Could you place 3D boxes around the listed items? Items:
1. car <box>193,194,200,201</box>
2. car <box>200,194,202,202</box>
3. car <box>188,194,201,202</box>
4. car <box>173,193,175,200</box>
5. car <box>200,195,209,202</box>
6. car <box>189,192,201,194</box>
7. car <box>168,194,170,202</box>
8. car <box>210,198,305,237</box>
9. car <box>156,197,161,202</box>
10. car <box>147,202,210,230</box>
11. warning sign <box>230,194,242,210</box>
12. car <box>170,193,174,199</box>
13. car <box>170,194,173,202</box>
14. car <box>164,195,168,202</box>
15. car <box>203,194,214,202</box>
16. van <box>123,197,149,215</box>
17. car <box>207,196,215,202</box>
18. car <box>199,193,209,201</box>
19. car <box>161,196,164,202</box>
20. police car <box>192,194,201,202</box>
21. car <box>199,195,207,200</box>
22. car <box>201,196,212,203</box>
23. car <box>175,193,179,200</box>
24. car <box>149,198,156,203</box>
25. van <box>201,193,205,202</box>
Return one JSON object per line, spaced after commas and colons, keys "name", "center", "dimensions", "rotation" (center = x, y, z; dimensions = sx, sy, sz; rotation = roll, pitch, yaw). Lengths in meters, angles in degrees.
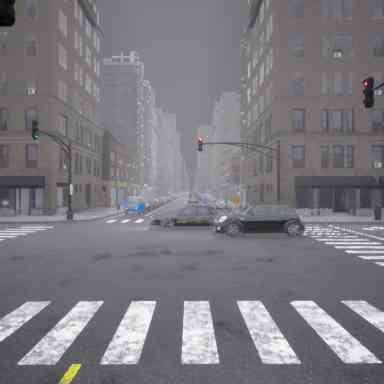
{"name": "car", "center": [1.152, 1.448, 89.559], "dimensions": [1.801, 1.575, 5.366], "rotation": [0, 0, 0]}
{"name": "car", "center": [2.918, 1.527, 61.882], "dimensions": [1.752, 1.417, 4.829], "rotation": [0, 0, 0]}
{"name": "car", "center": [0.255, 1.566, 62.937], "dimensions": [1.994, 1.385, 4.181], "rotation": [0, 0, 0]}
{"name": "car", "center": [-5.539, 1.522, 78.576], "dimensions": [1.752, 1.417, 4.829], "rotation": [0, 0, 0]}
{"name": "car", "center": [2.988, 1.437, 78.721], "dimensions": [1.967, 1.590, 4.097], "rotation": [0, 0, 0]}
{"name": "car", "center": [0.297, 1.039, 72.971], "dimensions": [2.150, 2.045, 5.566], "rotation": [0, 0, 0]}
{"name": "car", "center": [-5.609, 1.527, 61.571], "dimensions": [1.752, 1.417, 4.829], "rotation": [0, 0, 0]}
{"name": "car", "center": [3.408, 1.355, 17.394], "dimensions": [4.553, 1.767, 2.097], "rotation": [0, 0, 0]}
{"name": "car", "center": [-5.678, 1.569, 44.736], "dimensions": [1.947, 1.339, 4.313], "rotation": [0, 0, 0]}
{"name": "car", "center": [0.149, 1.548, 20.626], "dimensions": [5.357, 1.411, 2.033], "rotation": [0, 0, 0]}
{"name": "warning sign", "center": [5.227, 1.118, 39.351], "dimensions": [1.300, 1.860, 1.060], "rotation": [0, 0, 0]}
{"name": "car", "center": [-5.561, 1.544, 73.077], "dimensions": [1.887, 1.381, 4.507], "rotation": [0, 0, 0]}
{"name": "car", "center": [-5.585, 1.567, 67.409], "dimensions": [1.947, 1.339, 4.313], "rotation": [0, 0, 0]}
{"name": "car", "center": [-5.632, 1.569, 56.073], "dimensions": [1.947, 1.339, 4.313], "rotation": [0, 0, 0]}
{"name": "car", "center": [2.847, 1.443, 44.705], "dimensions": [1.967, 1.590, 4.097], "rotation": [0, 0, 0]}
{"name": "van", "center": [-5.725, 1.343, 33.400], "dimensions": [1.690, 1.788, 3.998], "rotation": [0, 0, 0]}
{"name": "car", "center": [2.801, 1.442, 33.367], "dimensions": [1.967, 1.590, 4.097], "rotation": [0, 0, 0]}
{"name": "car", "center": [3.010, 1.310, 84.389], "dimensions": [2.192, 1.841, 5.009], "rotation": [0, 0, 0]}
{"name": "car", "center": [-5.655, 1.585, 50.405], "dimensions": [1.802, 1.307, 4.206], "rotation": [0, 0, 0]}
{"name": "police car", "center": [1.120, 1.422, 79.464], "dimensions": [1.930, 1.638, 5.238], "rotation": [0, 0, -1]}
{"name": "car", "center": [3.034, 1.558, 90.060], "dimensions": [1.947, 1.339, 4.313], "rotation": [0, 0, 0]}
{"name": "car", "center": [2.941, 1.552, 67.382], "dimensions": [2.008, 1.369, 4.403], "rotation": [0, 0, 0]}
{"name": "car", "center": [-5.491, 1.307, 90.082], "dimensions": [2.192, 1.841, 5.009], "rotation": [0, 0, 0]}
{"name": "car", "center": [-5.702, 1.443, 39.068], "dimensions": [1.967, 1.590, 4.097], "rotation": [0, 0, 0]}
{"name": "van", "center": [2.894, 1.344, 56.043], "dimensions": [1.690, 1.788, 3.998], "rotation": [0, 0, 0]}
